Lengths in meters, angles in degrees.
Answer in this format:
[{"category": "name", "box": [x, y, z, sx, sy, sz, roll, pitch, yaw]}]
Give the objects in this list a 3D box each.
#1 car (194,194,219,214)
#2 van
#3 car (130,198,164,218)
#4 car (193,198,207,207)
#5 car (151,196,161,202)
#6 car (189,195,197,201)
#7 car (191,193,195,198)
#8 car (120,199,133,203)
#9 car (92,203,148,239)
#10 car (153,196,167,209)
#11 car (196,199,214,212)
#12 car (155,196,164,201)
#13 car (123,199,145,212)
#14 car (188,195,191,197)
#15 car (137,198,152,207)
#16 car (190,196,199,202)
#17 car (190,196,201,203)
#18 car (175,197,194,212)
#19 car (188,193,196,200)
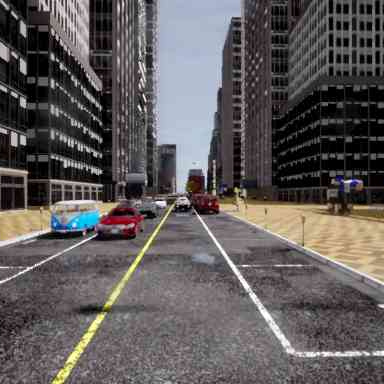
[{"category": "car", "box": [1.678, 1.317, 34.772, 2.192, 1.841, 5.009, 0, 0, -2]}, {"category": "van", "box": [-6.193, 1.342, 17.907, 1.690, 1.788, 3.998, 0, 0, -2]}, {"category": "car", "box": [-3.942, 1.549, 29.931, 2.033, 1.411, 5.357, 0, 0, -2]}, {"category": "car", "box": [1.173, 1.566, 51.383, 1.947, 1.339, 4.313, 0, 0, -2]}, {"category": "car", "box": [-7.876, 1.580, 73.274, 1.802, 1.307, 4.206, 0, 0, -2]}, {"category": "car", "box": [0.163, 1.562, 84.603, 1.947, 1.339, 4.313, 0, 0, -2]}, {"category": "car", "box": [1.342, 1.316, 45.846, 2.192, 1.841, 5.009, 0, 0, -2]}, {"category": "car", "box": [-6.699, 1.567, 34.517, 1.947, 1.339, 4.313, 0, 0, -2]}, {"category": "car", "box": [-3.585, 1.527, 17.401, 1.812, 1.442, 4.674, 0, 0, -2]}, {"category": "car", "box": [-4.409, 1.527, 44.362, 1.812, 1.442, 4.674, 0, 0, -2]}, {"category": "car", "box": [1.509, 1.546, 40.308, 1.887, 1.381, 4.507, 0, 0, -2]}, {"category": "car", "box": [-8.213, 1.578, 84.348, 1.802, 1.307, 4.206, 0, 0, -2]}, {"category": "car", "box": [-6.867, 1.552, 40.053, 2.008, 1.369, 4.403, 0, 0, -2]}, {"category": "car", "box": [-1.338, 1.526, 48.582, 1.812, 1.442, 4.674, 0, 0, -2]}, {"category": "car", "box": [-7.203, 1.582, 51.127, 1.802, 1.307, 4.206, 0, 0, -2]}, {"category": "car", "box": [0.495, 1.523, 73.699, 1.752, 1.417, 4.829, 0, 0, -2]}, {"category": "car", "box": [0.668, 1.549, 67.993, 2.008, 1.369, 4.403, 0, 0, -2]}, {"category": "car", "box": [-1.038, 1.602, 38.734, 1.895, 1.301, 4.718, 0, 0, -2]}, {"category": "car", "box": [-0.004, 1.310, 90.139, 2.192, 1.841, 5.009, 0, 0, -2]}]
